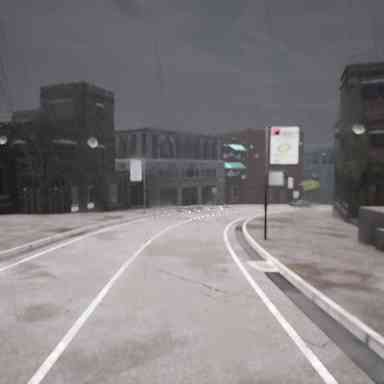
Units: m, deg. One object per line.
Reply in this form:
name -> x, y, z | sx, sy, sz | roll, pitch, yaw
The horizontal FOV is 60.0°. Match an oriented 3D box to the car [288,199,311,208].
car -> 18.158, 1.960, 55.923 | 4.181, 1.385, 1.994 | 2, 2, -36
